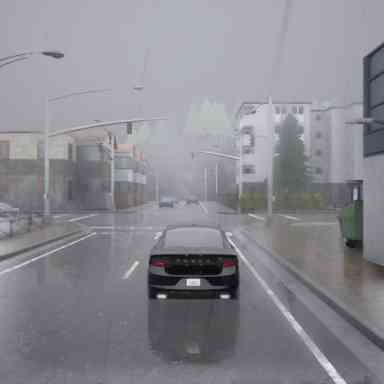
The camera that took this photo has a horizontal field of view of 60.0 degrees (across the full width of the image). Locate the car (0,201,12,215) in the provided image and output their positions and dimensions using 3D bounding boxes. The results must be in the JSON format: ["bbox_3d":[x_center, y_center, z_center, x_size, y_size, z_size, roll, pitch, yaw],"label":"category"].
[{"bbox_3d":[-18.390,1.349,29.221,4.674,1.442,1.812,0,0,1],"label":"car"}]

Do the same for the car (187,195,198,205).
[{"bbox_3d":[0.096,1.352,60.280,2.097,1.767,4.553,0,0,0],"label":"car"}]

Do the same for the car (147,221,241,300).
[{"bbox_3d":[0.049,1.478,8.475,1.882,1.535,5.008,0,0,1],"label":"car"}]

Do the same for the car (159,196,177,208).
[{"bbox_3d":[-3.599,1.477,47.443,1.882,1.535,5.008,0,0,0],"label":"car"}]
